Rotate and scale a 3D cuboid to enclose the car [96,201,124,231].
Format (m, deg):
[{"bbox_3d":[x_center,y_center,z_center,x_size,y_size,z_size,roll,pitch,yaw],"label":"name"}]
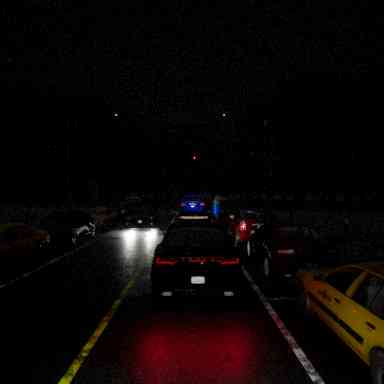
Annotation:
[{"bbox_3d":[-5.775,1.527,20.551,1.752,1.417,4.829,0,0,0],"label":"car"}]

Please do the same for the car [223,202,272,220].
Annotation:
[{"bbox_3d":[2.752,1.441,15.287,1.967,1.590,4.097,0,0,0],"label":"car"}]

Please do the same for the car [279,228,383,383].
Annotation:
[{"bbox_3d":[2.758,1.525,4.582,1.752,1.417,4.829,0,0,0],"label":"car"}]

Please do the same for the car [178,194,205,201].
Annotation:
[{"bbox_3d":[0.009,1.226,29.438,2.150,2.045,5.566,0,0,-2],"label":"car"}]

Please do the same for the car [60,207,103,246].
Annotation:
[{"bbox_3d":[-5.773,1.567,15.283,1.947,1.339,4.313,0,0,0],"label":"car"}]

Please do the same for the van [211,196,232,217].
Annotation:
[{"bbox_3d":[2.745,1.346,31.600,1.690,1.788,3.998,0,0,0],"label":"van"}]

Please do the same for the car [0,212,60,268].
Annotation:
[{"bbox_3d":[-5.770,1.526,9.676,1.752,1.417,4.829,0,0,0],"label":"car"}]

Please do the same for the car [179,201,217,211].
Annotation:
[{"bbox_3d":[0.087,1.493,19.071,2.128,1.511,4.902,0,0,0],"label":"car"}]

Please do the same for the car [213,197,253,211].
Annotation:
[{"bbox_3d":[2.750,1.317,20.725,2.192,1.841,5.009,0,0,0],"label":"car"}]

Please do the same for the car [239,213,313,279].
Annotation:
[{"bbox_3d":[2.755,1.545,9.850,1.887,1.381,4.507,0,0,0],"label":"car"}]

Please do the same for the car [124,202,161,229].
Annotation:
[{"bbox_3d":[-3.077,1.567,21.607,1.994,1.385,4.181,0,0,0],"label":"car"}]

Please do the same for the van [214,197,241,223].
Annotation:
[{"bbox_3d":[2.747,1.345,26.162,1.690,1.788,3.998,0,0,0],"label":"van"}]

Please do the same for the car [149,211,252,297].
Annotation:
[{"bbox_3d":[0.090,1.478,8.627,1.882,1.535,5.008,0,0,0],"label":"car"}]

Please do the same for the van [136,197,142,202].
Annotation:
[{"bbox_3d":[-5.781,1.346,31.596,1.690,1.788,3.998,0,0,0],"label":"van"}]

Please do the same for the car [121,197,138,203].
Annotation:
[{"bbox_3d":[-5.778,1.444,26.158,1.967,1.590,4.097,0,0,0],"label":"car"}]
